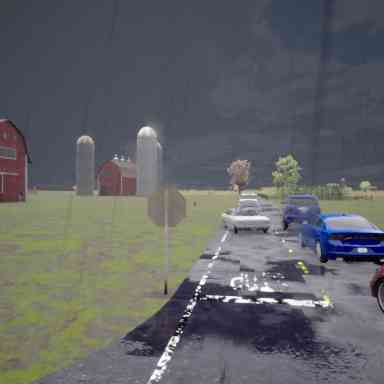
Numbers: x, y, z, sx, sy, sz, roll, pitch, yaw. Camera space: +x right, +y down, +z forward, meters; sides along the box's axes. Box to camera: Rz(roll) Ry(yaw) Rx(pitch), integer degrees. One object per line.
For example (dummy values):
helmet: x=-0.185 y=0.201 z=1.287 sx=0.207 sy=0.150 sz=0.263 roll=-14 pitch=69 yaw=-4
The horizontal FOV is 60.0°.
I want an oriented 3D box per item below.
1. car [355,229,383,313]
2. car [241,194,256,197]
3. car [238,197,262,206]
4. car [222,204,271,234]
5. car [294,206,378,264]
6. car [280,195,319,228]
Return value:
car: x=4.618 y=1.529 z=4.575 sx=1.812 sy=1.442 sz=4.674 roll=0 pitch=0 yaw=-9
car: x=6.847 y=1.216 z=40.293 sx=2.150 sy=2.045 sz=5.566 roll=0 pitch=0 yaw=10
car: x=5.083 y=1.504 z=29.736 sx=1.837 sy=1.490 sz=4.892 roll=0 pitch=0 yaw=9
car: x=3.021 y=1.602 z=19.332 sx=1.895 sy=1.301 sz=4.718 roll=0 pitch=0 yaw=-5
car: x=5.118 y=1.481 z=11.781 sx=1.882 sy=1.535 sz=5.008 roll=0 pitch=0 yaw=8
car: x=7.099 y=1.225 z=21.959 sx=2.150 sy=2.045 sz=5.566 roll=0 pitch=0 yaw=13
